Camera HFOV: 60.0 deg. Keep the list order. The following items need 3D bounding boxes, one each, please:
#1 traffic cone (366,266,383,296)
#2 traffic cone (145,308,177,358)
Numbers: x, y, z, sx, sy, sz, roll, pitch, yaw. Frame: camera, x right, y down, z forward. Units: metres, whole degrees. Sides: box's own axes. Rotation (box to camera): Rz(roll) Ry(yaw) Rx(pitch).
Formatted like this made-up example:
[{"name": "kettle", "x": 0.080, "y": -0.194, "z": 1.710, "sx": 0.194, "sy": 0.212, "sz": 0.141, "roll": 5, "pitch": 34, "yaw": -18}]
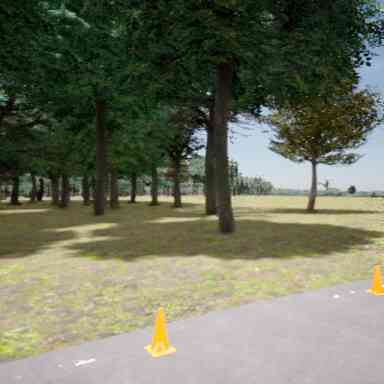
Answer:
[{"name": "traffic cone", "x": 4.060, "y": 1.911, "z": 7.276, "sx": 0.340, "sy": 0.580, "sz": 0.340, "roll": 0, "pitch": 0, "yaw": -28}, {"name": "traffic cone", "x": -0.439, "y": 1.921, "z": 4.661, "sx": 0.340, "sy": 0.580, "sz": 0.340, "roll": 0, "pitch": 0, "yaw": -33}]
